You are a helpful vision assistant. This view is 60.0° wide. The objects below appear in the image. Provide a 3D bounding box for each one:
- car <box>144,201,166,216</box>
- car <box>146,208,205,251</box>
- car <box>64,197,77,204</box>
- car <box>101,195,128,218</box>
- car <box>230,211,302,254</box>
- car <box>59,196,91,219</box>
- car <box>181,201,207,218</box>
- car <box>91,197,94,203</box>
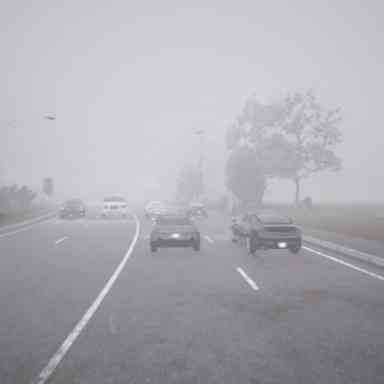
[{"bbox_3d":[-3.470,1.586,31.077,1.812,1.442,4.674,0,0,-12],"label":"car"},{"bbox_3d":[-0.797,1.590,14.325,1.994,1.385,4.181,0,0,-6],"label":"car"},{"bbox_3d":[-25.247,1.653,68.766,1.895,1.301,4.718,0,0,-28],"label":"car"},{"bbox_3d":[-7.248,1.286,31.120,2.150,2.045,5.566,0,0,-13],"label":"car"},{"bbox_3d":[2.807,1.522,13.501,1.837,1.490,4.892,0,0,-5],"label":"car"},{"bbox_3d":[-10.647,1.418,30.173,2.097,1.767,4.553,0,0,-13],"label":"car"},{"bbox_3d":[0.137,1.581,30.884,1.812,1.442,4.674,0,0,-12],"label":"car"},{"bbox_3d":[-21.825,1.611,69.818,2.128,1.511,4.902,0,0,-28],"label":"car"}]
